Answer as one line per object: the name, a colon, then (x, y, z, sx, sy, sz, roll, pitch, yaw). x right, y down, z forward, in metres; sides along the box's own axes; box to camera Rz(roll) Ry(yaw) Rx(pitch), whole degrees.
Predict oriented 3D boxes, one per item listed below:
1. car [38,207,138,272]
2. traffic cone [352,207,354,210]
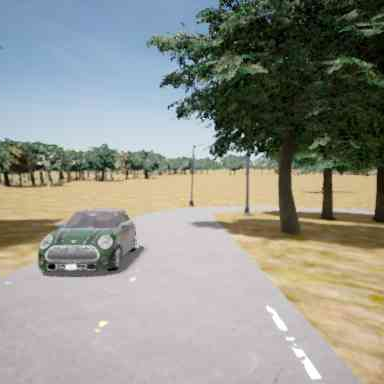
car: (-3.108, 1.339, 10.785, 2.097, 1.767, 4.553, 0, 0, 0)
traffic cone: (32.765, 3.265, 67.831, 0.340, 0.580, 0.340, 3, 4, 0)
